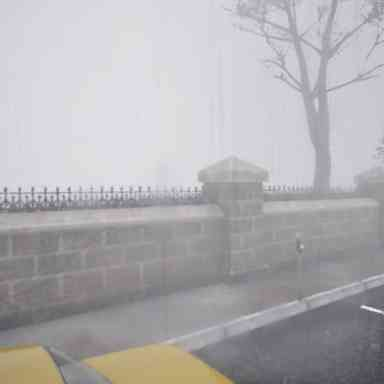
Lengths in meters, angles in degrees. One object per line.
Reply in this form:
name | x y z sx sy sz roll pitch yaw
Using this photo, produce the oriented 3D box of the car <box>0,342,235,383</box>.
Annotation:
car | -1.702 1.519 1.251 4.829 1.417 1.752 -1 1 -35
